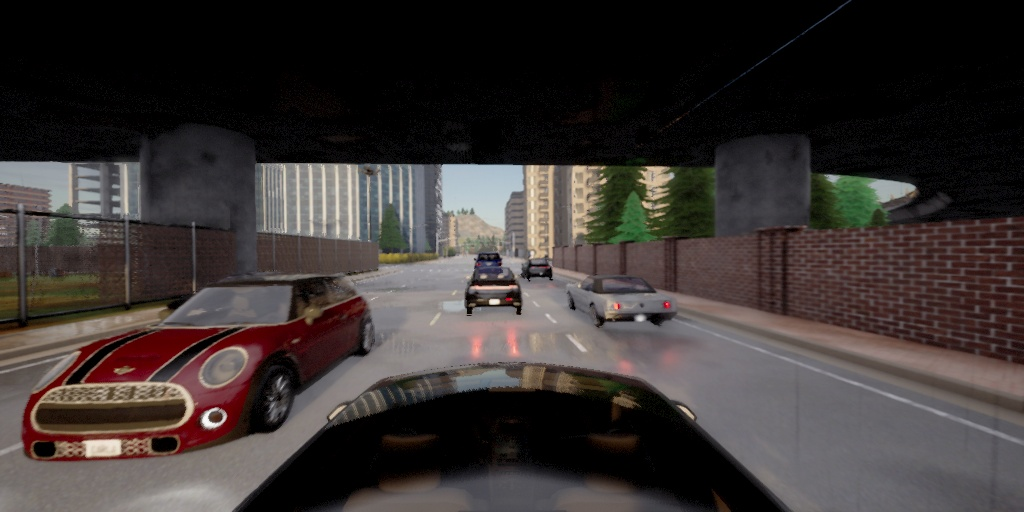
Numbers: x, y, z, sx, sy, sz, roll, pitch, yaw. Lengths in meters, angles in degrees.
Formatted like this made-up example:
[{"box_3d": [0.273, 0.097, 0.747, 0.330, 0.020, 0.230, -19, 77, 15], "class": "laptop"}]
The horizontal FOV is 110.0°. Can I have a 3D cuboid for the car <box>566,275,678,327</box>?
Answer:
[{"box_3d": [2.990, 1.227, 10.978, 1.895, 1.301, 4.718, -1, 0, -4], "class": "car"}]

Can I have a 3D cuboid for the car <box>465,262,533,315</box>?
[{"box_3d": [-0.692, 1.137, 13.067, 2.128, 1.511, 4.902, -1, 1, -4], "class": "car"}]

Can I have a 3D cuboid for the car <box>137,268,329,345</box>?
[{"box_3d": [-7.597, 1.238, 10.634, 2.128, 1.511, 4.902, -1, 0, -4], "class": "car"}]

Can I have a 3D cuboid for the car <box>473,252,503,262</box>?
[{"box_3d": [-1.888, 0.726, 28.780, 2.150, 2.045, 5.566, -1, 0, -5], "class": "car"}]

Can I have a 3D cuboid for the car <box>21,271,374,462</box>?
[{"box_3d": [-3.800, 1.105, 5.456, 2.097, 1.767, 4.553, -1, 1, -3], "class": "car"}]

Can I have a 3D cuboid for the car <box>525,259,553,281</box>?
[{"box_3d": [1.784, 0.978, 26.573, 2.128, 1.511, 4.902, -1, 1, -4], "class": "car"}]
